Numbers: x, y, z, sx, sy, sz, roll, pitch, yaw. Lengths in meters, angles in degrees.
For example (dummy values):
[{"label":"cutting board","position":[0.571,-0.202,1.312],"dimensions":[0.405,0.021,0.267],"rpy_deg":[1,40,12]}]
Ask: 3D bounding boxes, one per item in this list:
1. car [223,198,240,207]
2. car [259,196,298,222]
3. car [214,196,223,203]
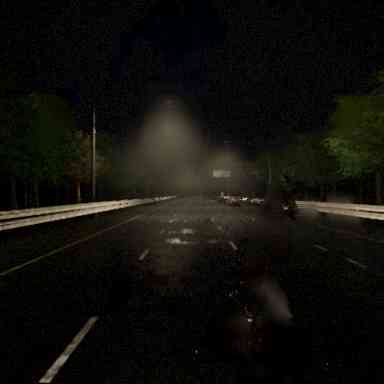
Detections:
[{"label":"car","position":[7.183,1.850,57.874],"dimensions":[2.033,1.411,5.357],"rpy_deg":[0,0,0]},{"label":"car","position":[7.041,1.335,27.568],"dimensions":[2.150,2.045,5.566],"rpy_deg":[0,0,0]},{"label":"car","position":[7.397,2.023,85.034],"dimensions":[2.033,1.411,5.357],"rpy_deg":[0,0,1]}]
